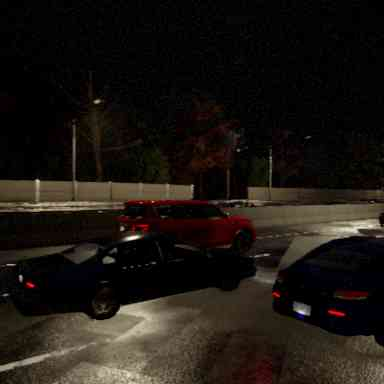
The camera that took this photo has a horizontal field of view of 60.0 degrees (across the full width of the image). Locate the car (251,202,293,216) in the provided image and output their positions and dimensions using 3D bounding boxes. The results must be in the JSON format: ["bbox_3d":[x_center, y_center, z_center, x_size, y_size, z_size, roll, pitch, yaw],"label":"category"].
[{"bbox_3d":[8.791,1.801,36.327,4.674,1.442,1.812,0,-1,-36],"label":"car"}]

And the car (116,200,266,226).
[{"bbox_3d":[-0.082,1.307,12.350,5.566,2.045,2.150,0,-1,-36],"label":"car"}]

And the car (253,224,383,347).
[{"bbox_3d":[3.497,1.578,6.298,4.674,1.442,1.812,0,0,-36],"label":"car"}]

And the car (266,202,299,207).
[{"bbox_3d":[9.211,1.812,32.302,4.181,1.385,1.994,0,0,-36],"label":"car"}]

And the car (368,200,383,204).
[{"bbox_3d":[36.062,2.176,64.638,4.718,1.301,1.895,1,-1,-36],"label":"car"}]

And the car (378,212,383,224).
[{"bbox_3d":[14.715,1.723,23.085,4.674,1.442,1.812,0,0,-36],"label":"car"}]

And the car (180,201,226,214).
[{"bbox_3d":[1.338,1.827,39.567,5.357,1.411,2.033,0,-1,-36],"label":"car"}]

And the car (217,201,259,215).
[{"bbox_3d":[5.281,1.784,38.098,4.892,1.490,1.837,1,-1,-36],"label":"car"}]

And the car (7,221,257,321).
[{"bbox_3d":[-0.988,1.597,7.369,5.357,1.411,2.033,0,0,-36],"label":"car"}]
